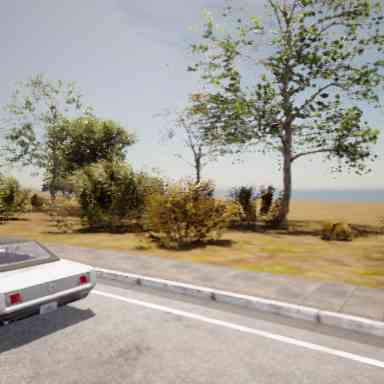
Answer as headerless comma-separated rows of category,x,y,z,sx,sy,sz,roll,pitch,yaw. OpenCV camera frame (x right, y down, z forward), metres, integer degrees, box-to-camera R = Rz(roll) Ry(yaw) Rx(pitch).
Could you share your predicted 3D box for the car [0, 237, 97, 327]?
car,-4.178,1.562,6.530,4.718,1.301,1.895,0,0,32
